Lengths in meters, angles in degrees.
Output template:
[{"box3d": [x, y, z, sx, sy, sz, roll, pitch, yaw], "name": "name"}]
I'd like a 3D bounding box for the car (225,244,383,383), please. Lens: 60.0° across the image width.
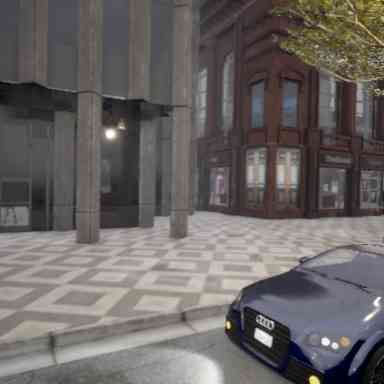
[{"box3d": [2.571, 1.510, 4.783, 4.181, 1.385, 1.994, 1, 1, -29], "name": "car"}]
